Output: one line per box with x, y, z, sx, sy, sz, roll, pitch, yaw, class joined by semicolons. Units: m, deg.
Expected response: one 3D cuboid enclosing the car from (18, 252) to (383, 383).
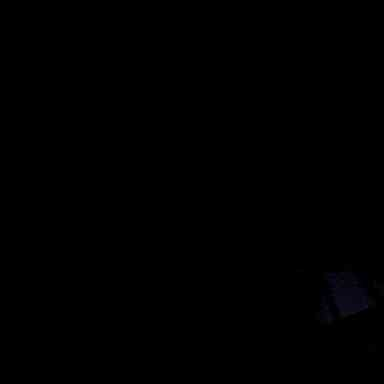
0.952;1.534;4.060;5.357;1.411;2.033;0;0;-35;car
